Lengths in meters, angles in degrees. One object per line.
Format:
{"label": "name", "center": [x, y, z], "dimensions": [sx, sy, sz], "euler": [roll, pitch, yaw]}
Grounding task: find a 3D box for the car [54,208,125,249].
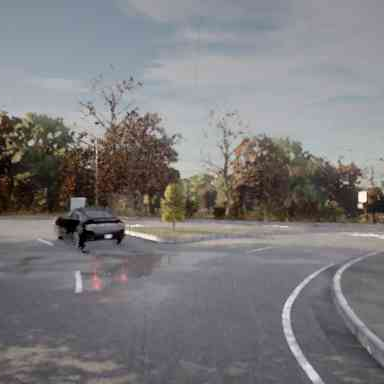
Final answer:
{"label": "car", "center": [-4.625, 1.467, 14.629], "dimensions": [2.128, 1.511, 4.902], "euler": [1, 0, -37]}
